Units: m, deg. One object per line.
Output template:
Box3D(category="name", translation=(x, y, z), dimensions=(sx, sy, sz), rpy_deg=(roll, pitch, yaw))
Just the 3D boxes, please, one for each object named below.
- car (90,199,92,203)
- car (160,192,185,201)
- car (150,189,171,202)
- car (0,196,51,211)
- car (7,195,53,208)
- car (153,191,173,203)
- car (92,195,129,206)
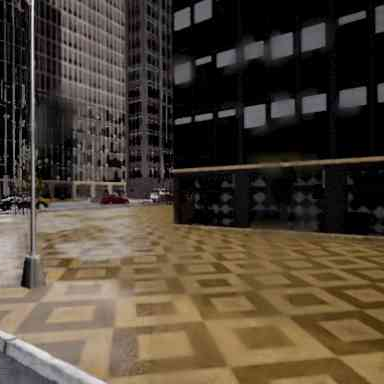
Box3D(category="car", translation=(-13.261, 1.056, 49.877), dimensions=(1.802, 1.307, 4.206), rpy_deg=(0, 1, 35))
Box3D(category="car", translation=(-3.434, 0.799, 59.344), dimensions=(1.882, 1.535, 5.008), rpy_deg=(-1, 0, 35))
Box3D(category="car", translation=(-4.284, 0.561, 52.789), dimensions=(2.150, 2.045, 5.566), rpy_deg=(-1, -1, 35))
Box3D(category="car", translation=(-15.887, 1.097, 31.396), dimensions=(2.008, 1.369, 4.403), rpy_deg=(0, 1, 35))
Box3D(category="car", translation=(-19.698, 1.106, 40.602), dimensions=(1.752, 1.417, 4.829), rpy_deg=(0, 1, 35))
Box3D(category="car", translation=(-3.207, 0.881, 49.664), dimensions=(1.887, 1.381, 4.507), rpy_deg=(0, 1, 35))
Box3D(category="car", translation=(-9.547, 1.023, 40.530), dimensions=(1.802, 1.307, 4.206), rpy_deg=(0, 1, 35))
